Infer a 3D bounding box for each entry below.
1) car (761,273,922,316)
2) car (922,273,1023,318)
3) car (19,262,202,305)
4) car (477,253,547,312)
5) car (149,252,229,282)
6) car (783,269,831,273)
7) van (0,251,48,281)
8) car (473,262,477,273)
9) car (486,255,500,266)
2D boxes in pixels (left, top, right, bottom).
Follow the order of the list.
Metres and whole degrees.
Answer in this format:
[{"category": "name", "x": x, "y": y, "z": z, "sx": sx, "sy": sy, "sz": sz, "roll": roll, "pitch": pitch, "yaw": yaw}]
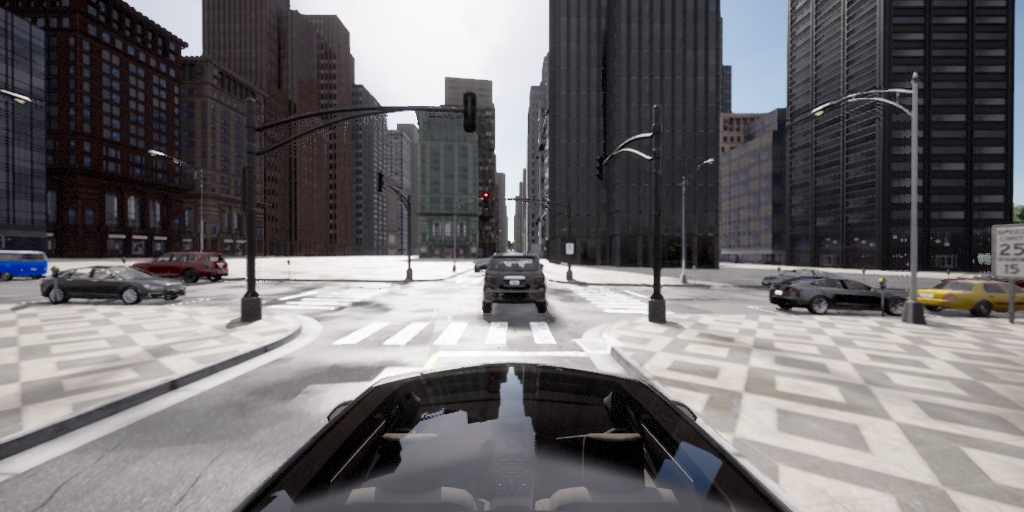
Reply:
[{"category": "car", "x": 12.126, "y": 1.450, "z": 13.524, "sx": 4.313, "sy": 1.339, "sz": 1.948, "roll": 0, "pitch": 0, "yaw": 0}, {"category": "car", "x": 17.938, "y": 1.496, "z": 13.524, "sx": 4.829, "sy": 1.417, "sz": 1.751, "roll": 0, "pitch": 0, "yaw": 0}, {"category": "car", "x": -14.782, "y": 1.043, "z": 13.426, "sx": 4.403, "sy": 1.370, "sz": 2.007, "roll": 0, "pitch": 0, "yaw": 0}, {"category": "car", "x": 0.087, "y": 0.897, "z": 13.905, "sx": 2.150, "sy": 2.045, "sz": 5.566, "roll": 0, "pitch": 1, "yaw": 0}, {"category": "car", "x": -20.230, "y": 0.673, "z": 21.951, "sx": 5.009, "sy": 1.841, "sz": 2.192, "roll": 0, "pitch": 0, "yaw": 0}, {"category": "car", "x": 17.777, "y": 1.463, "z": 22.049, "sx": 4.403, "sy": 1.370, "sz": 2.007, "roll": 0, "pitch": 0, "yaw": 0}, {"category": "van", "x": -31.148, "y": 0.554, "z": 21.951, "sx": 3.998, "sy": 1.789, "sz": 1.690, "roll": 0, "pitch": 0, "yaw": 0}, {"category": "car", "x": -3.102, "y": 1.018, "z": 39.513, "sx": 1.837, "sy": 1.490, "sz": 4.892, "roll": 0, "pitch": 0, "yaw": 0}, {"category": "car", "x": -3.062, "y": 0.746, "z": 58.595, "sx": 2.097, "sy": 1.767, "sz": 4.553, "roll": 0, "pitch": 0, "yaw": 0}]
